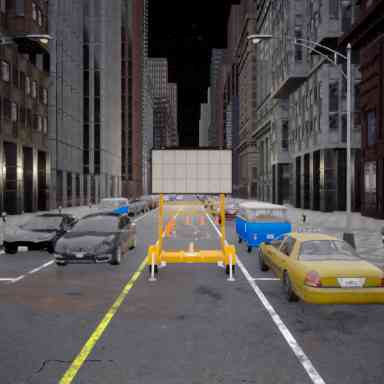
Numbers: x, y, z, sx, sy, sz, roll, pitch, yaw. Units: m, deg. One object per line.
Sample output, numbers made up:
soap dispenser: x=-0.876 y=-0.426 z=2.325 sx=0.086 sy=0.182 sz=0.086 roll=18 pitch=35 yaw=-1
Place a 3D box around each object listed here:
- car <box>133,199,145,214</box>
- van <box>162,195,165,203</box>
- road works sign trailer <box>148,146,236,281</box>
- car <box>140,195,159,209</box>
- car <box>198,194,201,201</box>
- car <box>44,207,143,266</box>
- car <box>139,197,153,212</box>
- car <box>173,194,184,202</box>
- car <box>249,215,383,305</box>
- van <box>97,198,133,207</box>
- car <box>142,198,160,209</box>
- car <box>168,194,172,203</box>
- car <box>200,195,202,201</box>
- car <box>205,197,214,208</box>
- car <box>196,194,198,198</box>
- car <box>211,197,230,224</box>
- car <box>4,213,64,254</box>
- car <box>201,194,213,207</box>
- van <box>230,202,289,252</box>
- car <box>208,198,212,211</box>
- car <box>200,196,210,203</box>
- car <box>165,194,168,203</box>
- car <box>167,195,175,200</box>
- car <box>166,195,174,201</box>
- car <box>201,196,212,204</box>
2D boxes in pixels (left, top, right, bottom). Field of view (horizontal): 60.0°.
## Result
car: x=-5.776 y=1.569 z=30.426 sx=1.947 sy=1.339 sz=4.313 roll=0 pitch=0 yaw=0
van: x=-5.785 y=1.348 z=52.973 sx=1.690 sy=1.788 sz=3.998 roll=0 pitch=0 yaw=0
road works sign trailer: x=-0.004 y=0.464 z=9.846 sx=2.380 sy=3.560 sz=2.880 roll=0 pitch=0 yaw=0
car: x=-5.781 y=1.320 z=41.699 sx=2.192 sy=1.841 sz=5.009 roll=0 pitch=0 yaw=0
car: x=2.738 y=1.323 z=58.622 sx=2.192 sy=1.841 sz=5.009 roll=0 pitch=0 yaw=0
car: x=-3.105 y=1.505 z=11.610 sx=1.837 sy=1.490 sz=4.892 roll=0 pitch=0 yaw=0
car: x=-5.778 y=1.570 z=36.063 sx=1.947 sy=1.339 sz=4.313 roll=0 pitch=0 yaw=0
car: x=-3.029 y=1.538 z=80.508 sx=1.812 sy=1.442 sz=4.674 roll=0 pitch=0 yaw=0
car: x=2.757 y=1.525 z=8.065 sx=1.752 sy=1.417 sz=4.829 roll=0 pitch=0 yaw=0
van: x=-5.775 y=1.343 z=24.789 sx=1.690 sy=1.788 sz=3.998 roll=0 pitch=0 yaw=0
car: x=-5.782 y=1.550 z=47.336 sx=1.887 sy=1.381 sz=4.507 roll=0 pitch=0 yaw=0
car: x=-5.791 y=1.450 z=69.883 sx=1.967 sy=1.590 sz=4.097 roll=0 pitch=0 yaw=0
car: x=2.741 y=1.573 z=52.986 sx=1.947 sy=1.339 sz=4.313 roll=0 pitch=0 yaw=0
car: x=2.747 y=1.555 z=36.077 sx=2.008 sy=1.369 sz=4.403 roll=0 pitch=0 yaw=0
car: x=2.730 y=1.453 z=81.167 sx=1.967 sy=1.590 sz=4.097 roll=0 pitch=0 yaw=0
car: x=2.750 y=1.442 z=24.804 sx=1.967 sy=1.590 sz=4.097 roll=0 pitch=0 yaw=0
car: x=-5.770 y=1.566 z=13.516 sx=1.947 sy=1.339 sz=4.313 roll=0 pitch=0 yaw=0
car: x=2.742 y=1.446 z=47.349 sx=1.967 sy=1.590 sz=4.097 roll=0 pitch=0 yaw=0
van: x=2.754 y=1.342 z=13.531 sx=1.690 sy=1.788 sz=3.998 roll=0 pitch=0 yaw=0
car: x=2.749 y=1.528 z=30.610 sx=1.752 sy=1.417 sz=4.829 roll=0 pitch=0 yaw=0
car: x=2.734 y=1.576 z=69.895 sx=1.947 sy=1.339 sz=4.313 roll=0 pitch=0 yaw=0
car: x=-5.787 y=1.448 z=58.610 sx=1.967 sy=1.590 sz=4.097 roll=0 pitch=0 yaw=0
car: x=-5.799 y=1.568 z=92.429 sx=2.008 sy=1.369 sz=4.403 roll=0 pitch=0 yaw=0
car: x=-5.797 y=1.540 z=86.623 sx=1.752 sy=1.417 sz=4.829 roll=0 pitch=0 yaw=0
car: x=2.736 y=1.554 z=64.259 sx=1.887 sy=1.381 sz=4.507 roll=0 pitch=0 yaw=0
